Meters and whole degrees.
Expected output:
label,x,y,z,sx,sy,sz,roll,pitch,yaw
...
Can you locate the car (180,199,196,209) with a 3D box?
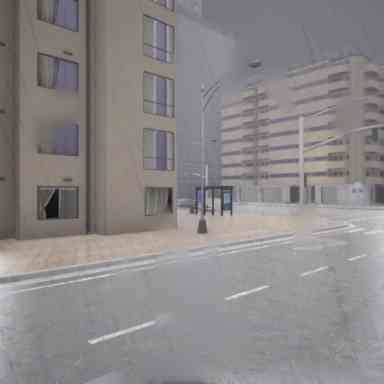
label,x,y,z,sx,sy,sz,roll,pitch,yaw
car,0.231,1.618,45.010,1.994,1.385,4.181,0,0,-43
